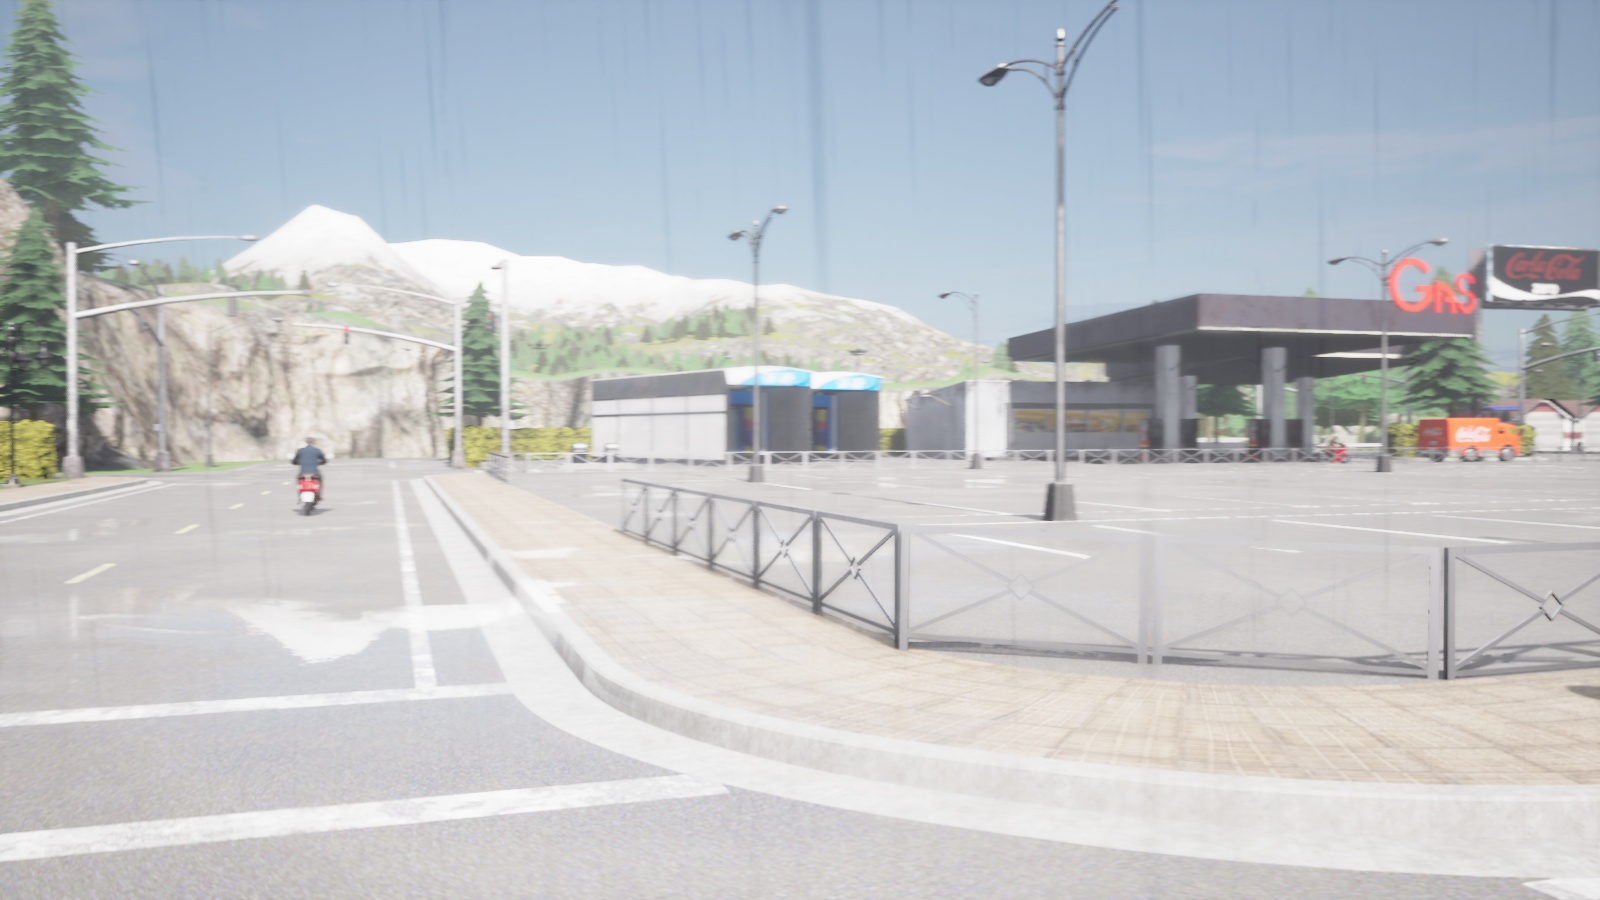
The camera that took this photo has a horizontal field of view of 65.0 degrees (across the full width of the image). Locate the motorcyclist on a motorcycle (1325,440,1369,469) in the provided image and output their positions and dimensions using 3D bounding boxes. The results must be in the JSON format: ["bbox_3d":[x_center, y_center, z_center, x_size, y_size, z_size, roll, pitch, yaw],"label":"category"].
[{"bbox_3d":[28.170,0.228,64.659,2.044,1.523,0.797,0,1,-17],"label":"motorcyclist on a motorcycle"}]

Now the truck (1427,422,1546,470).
[{"bbox_3d":[36.718,-0.221,67.207,5.204,2.467,2.627,0,1,-17],"label":"truck"}]

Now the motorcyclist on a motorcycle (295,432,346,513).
[{"bbox_3d":[-9.830,0.432,25.792,0.866,1.590,1.817,0,1,-18],"label":"motorcyclist on a motorcycle"}]
